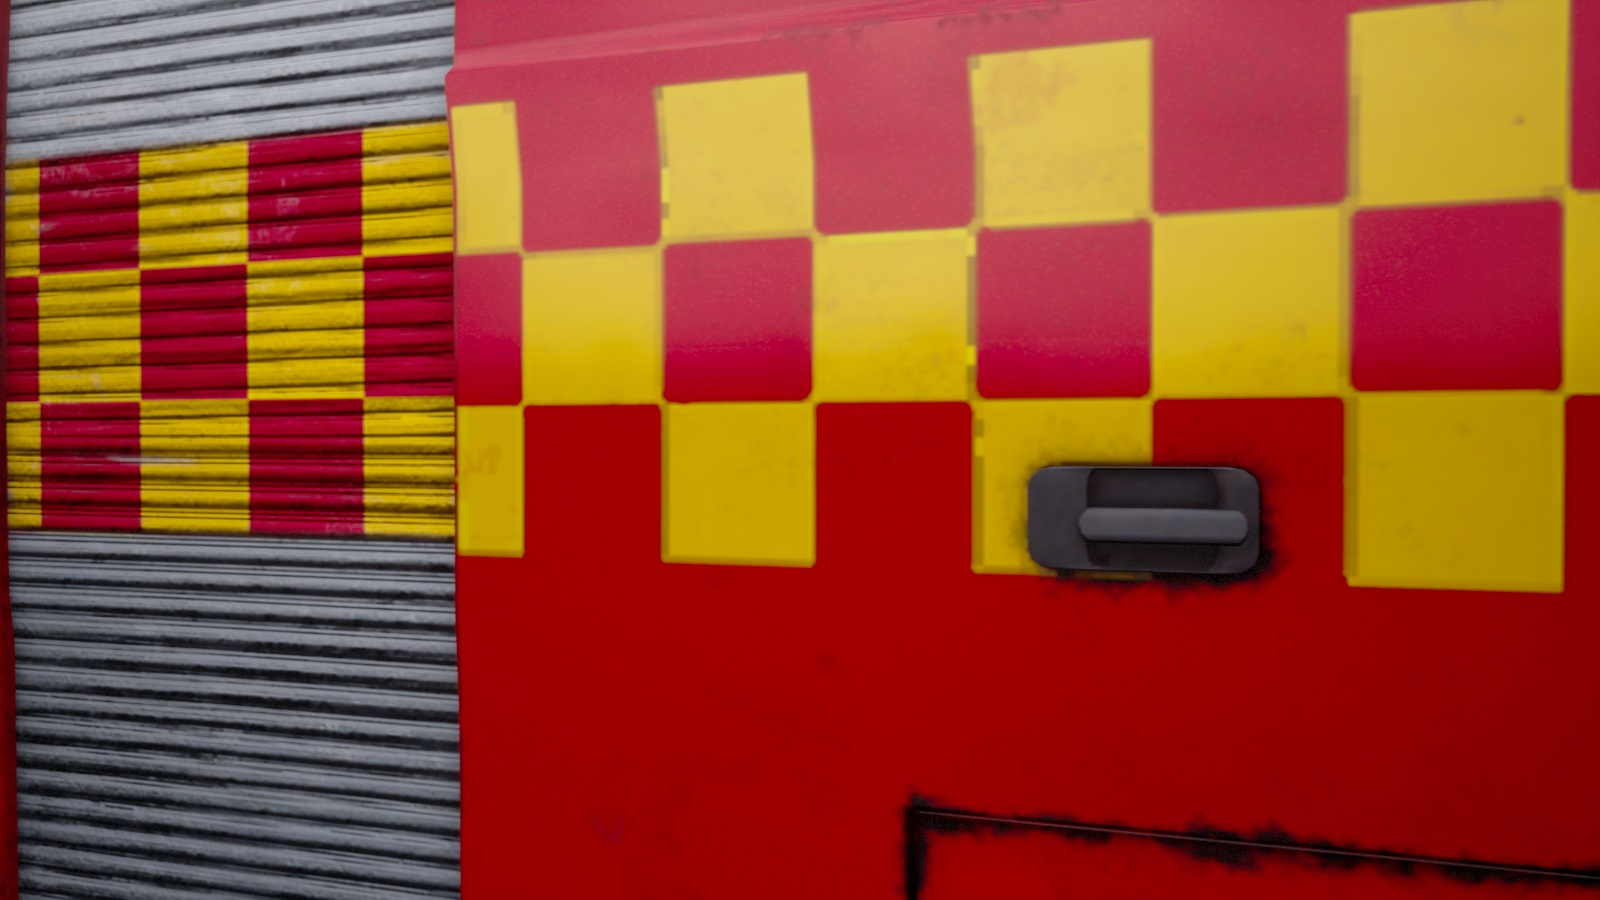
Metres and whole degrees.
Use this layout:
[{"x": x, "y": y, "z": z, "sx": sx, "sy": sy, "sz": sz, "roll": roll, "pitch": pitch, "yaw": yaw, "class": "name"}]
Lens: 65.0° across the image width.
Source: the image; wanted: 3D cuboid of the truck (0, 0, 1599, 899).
[{"x": 0.906, "y": -0.381, "z": 2.871, "sx": 8.468, "sy": 3.827, "sz": 2.891, "roll": 1, "pitch": 1, "yaw": 19, "class": "truck"}]
